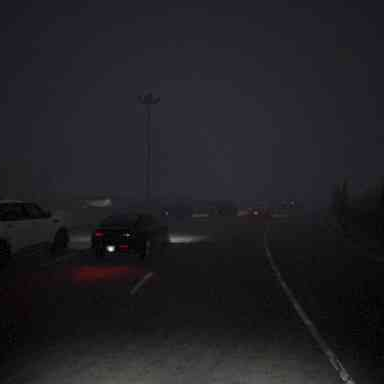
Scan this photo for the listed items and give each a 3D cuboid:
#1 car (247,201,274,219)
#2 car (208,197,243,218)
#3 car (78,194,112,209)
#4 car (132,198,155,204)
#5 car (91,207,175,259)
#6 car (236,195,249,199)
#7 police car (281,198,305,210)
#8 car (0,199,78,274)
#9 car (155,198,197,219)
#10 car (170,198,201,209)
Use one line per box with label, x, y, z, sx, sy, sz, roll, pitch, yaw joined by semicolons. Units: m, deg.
car;6.255;1.588;30.312;1.812;1.442;4.674;0;0;21
car;3.022;1.560;31.564;2.128;1.511;4.902;0;0;21
car;-12.201;1.330;41.020;2.150;2.045;5.566;0;0;24
car;-6.245;1.606;45.407;1.882;1.535;5.008;0;0;27
car;-2.171;1.523;12.808;1.837;1.490;4.892;0;0;9
car;10.904;1.420;74.653;4.892;1.490;1.837;0;-1;-44
police car;13.747;1.602;45.046;2.038;1.542;4.974;0;-1;34
car;-6.056;1.226;10.645;2.150;2.045;5.566;0;0;7
car;-1.330;1.590;30.003;1.812;1.442;4.674;0;0;19
car;-0.867;1.629;47.992;2.128;1.511;4.902;0;-1;30
